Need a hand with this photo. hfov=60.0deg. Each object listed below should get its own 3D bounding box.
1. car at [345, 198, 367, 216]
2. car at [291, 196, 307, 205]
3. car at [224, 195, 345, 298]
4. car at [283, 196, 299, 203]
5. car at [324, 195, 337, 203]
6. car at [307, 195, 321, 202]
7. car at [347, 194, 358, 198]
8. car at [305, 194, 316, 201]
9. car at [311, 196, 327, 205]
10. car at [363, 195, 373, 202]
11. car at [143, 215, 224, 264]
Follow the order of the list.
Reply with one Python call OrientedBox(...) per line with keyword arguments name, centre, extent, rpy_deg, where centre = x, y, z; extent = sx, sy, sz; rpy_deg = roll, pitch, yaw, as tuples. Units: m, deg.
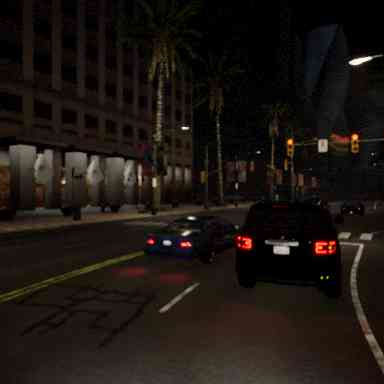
OrientedBox(name="car", centre=(16.083, 1.603, 33.183), extent=(1.895, 1.301, 4.718), rpy_deg=(0, 0, 29))
OrientedBox(name="car", centre=(19.919, 1.508, 61.633), extent=(1.837, 1.490, 4.892), rpy_deg=(0, 0, 30))
OrientedBox(name="car", centre=(2.769, 1.222, 8.922), extent=(2.150, 2.045, 5.566), rpy_deg=(0, 0, 23))
OrientedBox(name="car", centre=(20.690, 1.516, 69.401), extent=(2.161, 1.482, 4.786), rpy_deg=(0, 0, 29))
OrientedBox(name="car", centre=(30.585, 1.482, 73.315), extent=(1.882, 1.535, 5.008), rpy_deg=(0, 0, 30))
OrientedBox(name="car", centre=(27.549, 1.529, 75.058), extent=(2.128, 1.511, 4.902), rpy_deg=(0, 0, 30))
OrientedBox(name="car", centre=(39.039, 1.358, 81.161), extent=(2.097, 1.767, 4.553), rpy_deg=(0, 0, 29))
OrientedBox(name="car", centre=(31.533, 1.358, 88.465), extent=(2.185, 1.767, 4.553), rpy_deg=(0, 0, 29))
OrientedBox(name="car", centre=(22.942, 1.480, 59.874), extent=(1.882, 1.535, 5.008), rpy_deg=(0, 0, 30))
OrientedBox(name="car", centre=(41.891, 1.541, 79.085), extent=(2.033, 1.411, 5.357), rpy_deg=(0, 0, 29))
OrientedBox(name="car", centre=(0.391, 1.548, 12.047), extent=(2.033, 1.411, 5.357), rpy_deg=(0, 0, 27))
